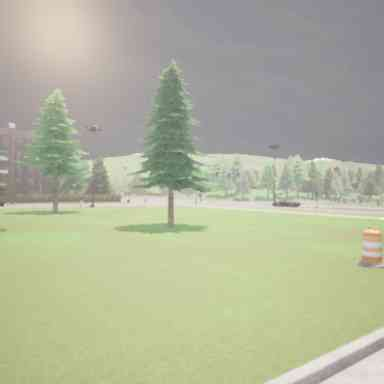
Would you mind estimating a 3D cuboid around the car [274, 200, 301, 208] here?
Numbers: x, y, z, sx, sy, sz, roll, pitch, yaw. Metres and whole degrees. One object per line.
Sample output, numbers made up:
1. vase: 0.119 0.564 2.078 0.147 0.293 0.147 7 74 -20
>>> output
1. car: 16.596 2.039 57.974 1.895 1.301 4.718 1 0 -35
